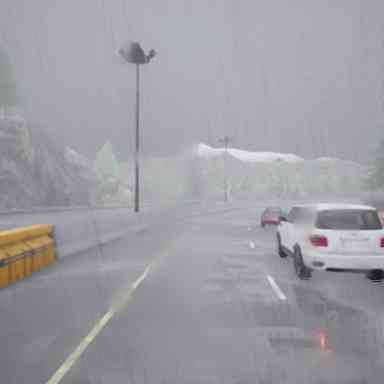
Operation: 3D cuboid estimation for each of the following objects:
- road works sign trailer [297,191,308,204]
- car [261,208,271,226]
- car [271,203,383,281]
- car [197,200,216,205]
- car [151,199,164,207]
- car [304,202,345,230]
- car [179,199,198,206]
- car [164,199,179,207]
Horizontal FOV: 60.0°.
[{"bbox_3d":[27.807,1.509,82.903,2.380,3.560,2.880,0,-1,39],"label":"road works sign trailer"},{"bbox_3d":[6.348,1.886,25.842,1.994,1.385,4.181,0,-1,12],"label":"car"},{"bbox_3d":[4.089,1.358,10.496,2.150,2.045,5.566,0,0,6],"label":"car"},{"bbox_3d":[3.255,2.332,61.632,1.895,1.301,4.718,0,-1,25],"label":"car"},{"bbox_3d":[-6.196,2.114,66.252,2.097,1.767,4.553,0,-1,25],"label":"car"},{"bbox_3d":[9.706,1.669,24.810,2.097,1.767,4.553,0,-1,12],"label":"car"},{"bbox_3d":[-0.048,2.088,62.815,2.097,1.767,4.553,0,-1,25],"label":"car"},{"bbox_3d":[-3.015,2.352,64.793,1.895,1.301,4.718,0,-1,25],"label":"car"}]
